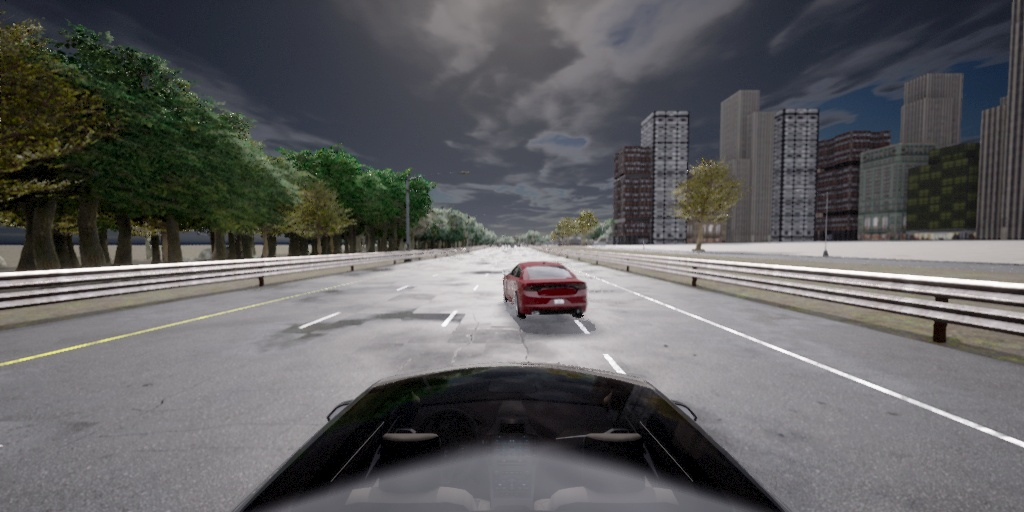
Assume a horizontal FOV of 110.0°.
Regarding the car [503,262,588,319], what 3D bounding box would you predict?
[{"bbox_3d":[0.854,0.921,11.542,1.882,1.535,5.008,-1,2,-8],"label":"car"}]
